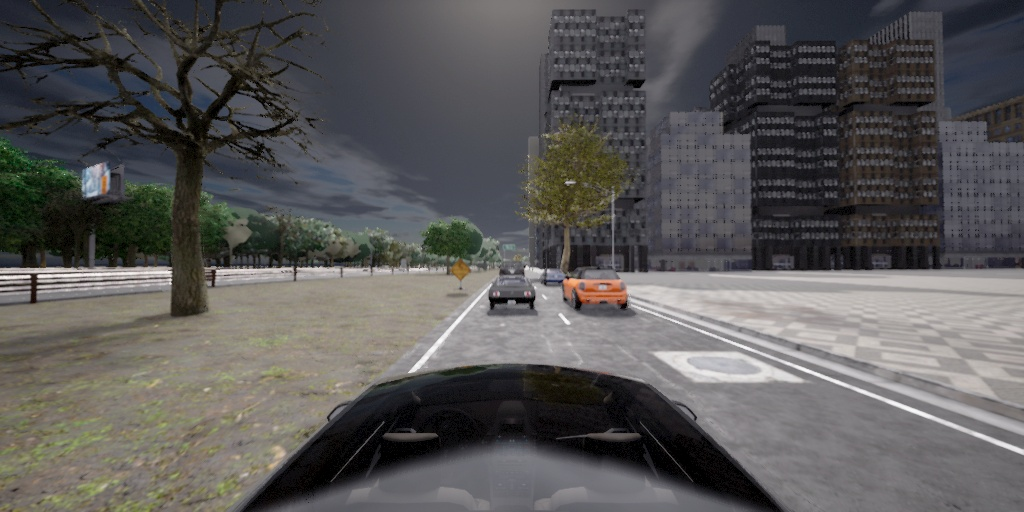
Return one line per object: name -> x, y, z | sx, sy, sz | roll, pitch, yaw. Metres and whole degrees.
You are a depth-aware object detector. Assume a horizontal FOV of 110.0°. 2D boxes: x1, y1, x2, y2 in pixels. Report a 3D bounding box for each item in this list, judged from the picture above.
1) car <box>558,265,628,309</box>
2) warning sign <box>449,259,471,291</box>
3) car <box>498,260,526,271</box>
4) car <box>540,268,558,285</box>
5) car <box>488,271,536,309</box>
car -> 3.504, 1.268, 15.944 | 2.097, 1.767, 4.553 | 0, -1, 0
warning sign -> -3.047, 1.117, 21.226 | 1.300, 1.860, 1.060 | 0, 0, 0
car -> 0.005, 1.419, 30.907 | 2.150, 2.045, 5.566 | 0, -1, 0
car -> 3.506, 1.749, 30.865 | 2.033, 1.411, 5.357 | 0, -1, 0
car -> 0.003, 1.519, 15.982 | 1.895, 1.301, 4.718 | 0, -1, 0
